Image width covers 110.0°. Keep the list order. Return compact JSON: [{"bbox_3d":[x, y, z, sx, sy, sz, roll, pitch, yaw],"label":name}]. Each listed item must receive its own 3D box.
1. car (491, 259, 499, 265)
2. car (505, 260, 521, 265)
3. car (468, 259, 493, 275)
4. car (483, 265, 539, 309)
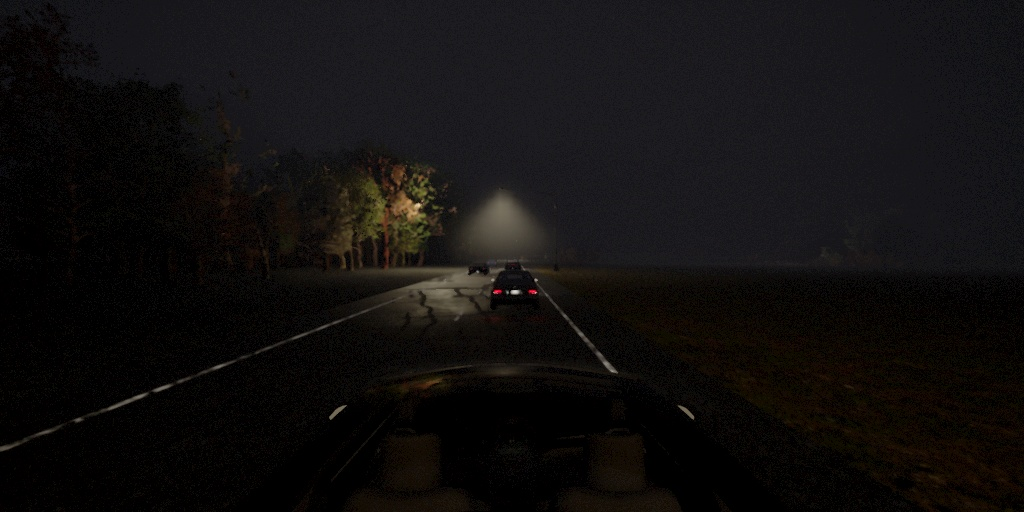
[{"bbox_3d":[-3.381,1.184,62.218,2.033,1.411,5.357,0,0,0],"label":"car"},{"bbox_3d":[0.113,1.174,42.874,2.128,1.511,4.902,0,0,0],"label":"car"},{"bbox_3d":[-3.388,1.289,37.716,1.895,1.301,4.718,0,0,0],"label":"car"},{"bbox_3d":[0.105,1.279,14.785,2.033,1.411,5.357,0,0,0],"label":"car"}]
